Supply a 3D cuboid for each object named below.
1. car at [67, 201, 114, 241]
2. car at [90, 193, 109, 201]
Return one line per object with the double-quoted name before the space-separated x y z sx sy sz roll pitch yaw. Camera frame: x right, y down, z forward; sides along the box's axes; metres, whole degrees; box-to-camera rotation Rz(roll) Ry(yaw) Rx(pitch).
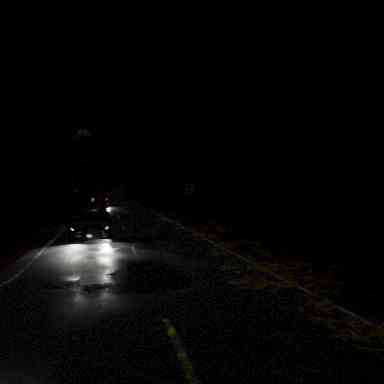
"car" -4.842 1.378 16.134 2.033 1.411 5.357 -1 1 -15
"car" -11.100 0.860 40.097 2.097 1.767 4.553 -1 1 -15
